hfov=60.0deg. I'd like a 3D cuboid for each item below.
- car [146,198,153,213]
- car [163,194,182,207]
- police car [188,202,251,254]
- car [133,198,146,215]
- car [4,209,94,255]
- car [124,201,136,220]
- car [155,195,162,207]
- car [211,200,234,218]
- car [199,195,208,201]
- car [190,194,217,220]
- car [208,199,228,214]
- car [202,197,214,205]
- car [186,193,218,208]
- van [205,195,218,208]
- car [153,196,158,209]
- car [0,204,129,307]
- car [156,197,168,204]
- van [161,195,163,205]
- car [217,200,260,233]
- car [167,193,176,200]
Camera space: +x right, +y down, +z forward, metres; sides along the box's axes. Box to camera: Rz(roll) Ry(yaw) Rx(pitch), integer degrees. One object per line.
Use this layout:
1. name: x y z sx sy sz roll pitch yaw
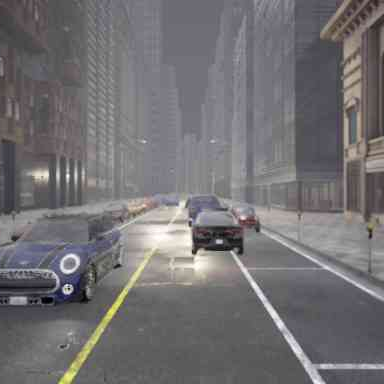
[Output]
1. car: -5.767 1.435 36.539 1.967 1.590 4.097 0 0 0
2. car: -3.010 1.514 51.996 1.882 1.535 5.008 0 0 0
3. police car: 0.898 1.423 13.532 1.930 1.638 5.238 0 0 0
4. car: -5.766 1.521 30.767 1.752 1.417 4.829 0 0 0
5. car: -5.762 1.542 14.132 1.887 1.381 4.507 0 0 0
6. car: -5.765 1.578 25.335 1.802 1.307 4.206 0 0 0
7. car: -5.769 1.539 47.743 1.887 1.381 4.507 0 0 0
8. car: 2.760 1.521 31.117 1.752 1.417 4.829 0 0 0
9. car: 2.749 1.537 81.366 1.887 1.381 4.507 0 0 0
10. car: 0.894 1.221 29.453 2.150 2.045 5.566 0 0 0
11. car: 2.758 1.540 36.549 1.887 1.381 4.507 0 0 0
12. car: 2.754 1.538 58.958 1.887 1.381 4.507 0 0 0
13. car: 0.816 1.220 23.444 2.150 2.045 5.566 0 0 -1
14. van: 2.757 1.335 47.753 1.690 1.788 3.998 0 0 0
15. car: -5.768 1.539 42.140 1.887 1.381 4.507 0 0 0
16. car: -3.101 1.350 8.184 2.097 1.767 4.553 0 0 0
17. car: -5.773 1.575 64.548 1.802 1.307 4.206 0 0 0
18. van: -5.771 1.334 58.946 1.690 1.788 3.998 0 0 0
19. car: 2.762 1.437 19.742 1.967 1.590 4.097 0 0 0
20. car: -5.778 1.307 92.557 2.192 1.841 5.009 0 0 0
